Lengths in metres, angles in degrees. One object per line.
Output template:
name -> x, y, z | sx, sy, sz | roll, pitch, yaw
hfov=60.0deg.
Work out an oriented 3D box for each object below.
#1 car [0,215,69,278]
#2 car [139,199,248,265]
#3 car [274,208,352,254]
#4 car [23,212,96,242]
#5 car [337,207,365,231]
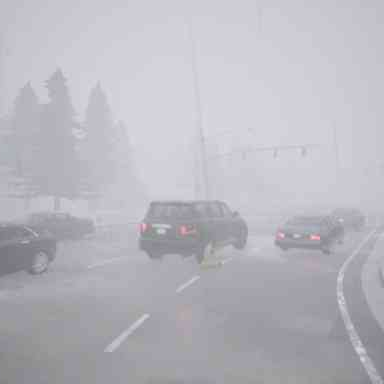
car -> -5.462, 1.537, 8.094 | 1.837, 1.490, 4.892 | -1, -1, 19
car -> 0.314, 1.277, 12.301 | 2.150, 2.045, 5.566 | 0, 0, 27
car -> 5.070, 1.616, 13.888 | 2.033, 1.411, 5.357 | 0, 0, 33
car -> -6.646, 1.608, 14.689 | 2.033, 1.411, 5.357 | 0, 0, 26
car -> 10.037, 1.672, 21.682 | 1.994, 1.385, 4.181 | 0, 0, 32
